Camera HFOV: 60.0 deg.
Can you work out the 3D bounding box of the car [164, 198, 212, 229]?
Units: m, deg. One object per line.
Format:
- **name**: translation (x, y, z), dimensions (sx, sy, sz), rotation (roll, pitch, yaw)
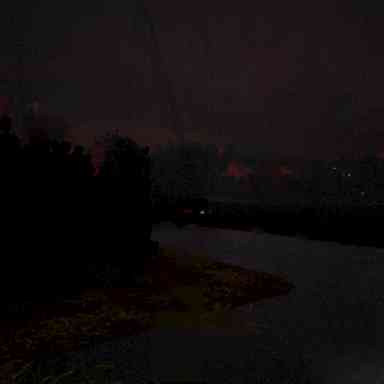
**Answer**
- **car**: translation (-0.969, 1.402, 22.911), dimensions (2.150, 2.045, 5.566), rotation (1, -2, -36)
